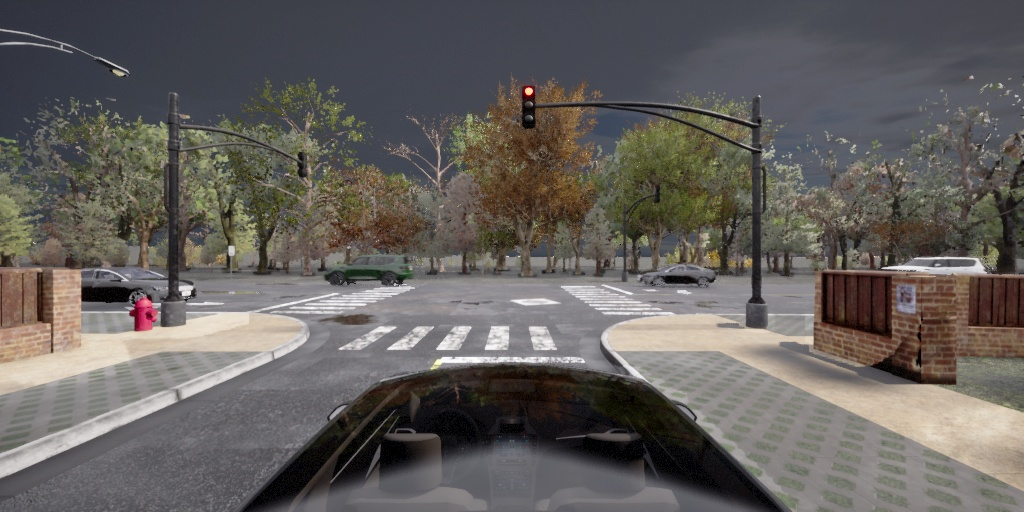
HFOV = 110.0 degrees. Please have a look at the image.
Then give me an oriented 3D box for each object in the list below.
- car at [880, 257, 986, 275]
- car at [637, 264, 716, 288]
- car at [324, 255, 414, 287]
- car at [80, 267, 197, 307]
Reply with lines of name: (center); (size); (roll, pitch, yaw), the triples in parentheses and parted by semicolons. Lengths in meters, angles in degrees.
car: (27.944, 1.082, 23.939); (5.566, 2.045, 2.150); (1, 0, 1)
car: (10.923, 1.293, 23.928); (4.902, 1.511, 2.128); (0, 0, 0)
car: (-9.403, 0.948, 23.910); (5.566, 2.045, 2.150); (0, 0, 0)
car: (-15.118, 1.183, 13.946); (4.902, 1.511, 2.128); (0, 0, 0)
